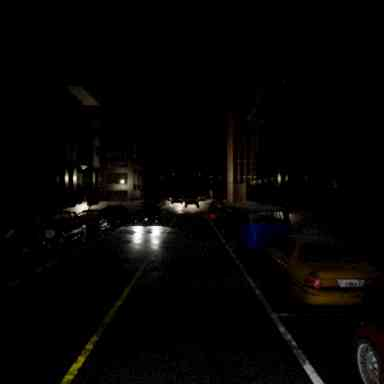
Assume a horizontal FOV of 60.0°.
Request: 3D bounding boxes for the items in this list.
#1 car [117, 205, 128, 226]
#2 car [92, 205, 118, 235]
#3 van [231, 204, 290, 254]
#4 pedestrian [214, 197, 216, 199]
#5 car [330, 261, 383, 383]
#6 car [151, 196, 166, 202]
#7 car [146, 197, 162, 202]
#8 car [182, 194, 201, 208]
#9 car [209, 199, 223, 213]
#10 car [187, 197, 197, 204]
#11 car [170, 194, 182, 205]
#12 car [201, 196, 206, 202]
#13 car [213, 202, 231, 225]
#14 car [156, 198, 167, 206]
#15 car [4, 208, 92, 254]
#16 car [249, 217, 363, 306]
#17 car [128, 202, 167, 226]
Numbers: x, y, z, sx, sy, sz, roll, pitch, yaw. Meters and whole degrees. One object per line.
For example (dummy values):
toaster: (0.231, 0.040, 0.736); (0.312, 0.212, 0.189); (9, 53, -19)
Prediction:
car: (-5.765, 1.674, 24.701); (1.947, 1.339, 4.313); (0, 0, 0)
car: (-5.764, 1.665, 19.099); (1.802, 1.307, 4.206); (0, 0, 0)
van: (2.763, 1.400, 13.516); (1.690, 1.788, 3.998); (0, 0, 0)
pedestrian: (2.992, 1.482, 42.337); (0.375, 1.860, 0.375); (0, 0, 0)
car: (2.764, 1.593, 2.311); (1.802, 1.307, 4.206); (0, 0, 0)
car: (-5.770, 1.551, 52.711); (2.192, 1.841, 5.009); (0, 0, 0)
car: (-5.769, 1.755, 47.108); (1.887, 1.381, 4.507); (0, 0, 0)
car: (-0.003, 1.483, 53.753); (2.150, 2.045, 5.566); (0, -1, 0)
car: (2.992, 1.630, 39.341); (1.801, 1.575, 5.366); (0, 0, 0)
car: (-0.013, 1.737, 68.520); (1.837, 1.490, 4.892); (0, 0, 0)
car: (-3.013, 1.580, 67.494); (2.150, 2.045, 5.566); (0, 0, 0)
car: (2.747, 1.856, 90.709); (1.967, 1.590, 4.097); (0, 0, 0)
car: (2.760, 1.691, 24.719); (1.802, 1.307, 4.206); (0, 0, 0)
car: (-5.773, 1.812, 63.743); (1.752, 1.417, 4.829); (0, 0, 0)
car: (-5.763, 1.499, 13.498); (1.967, 1.590, 4.097); (0, 0, 0)
car: (2.763, 1.561, 8.083); (1.752, 1.417, 4.829); (0, 0, 0)
car: (-3.104, 1.671, 24.450); (1.994, 1.385, 4.181); (0, 0, 0)
